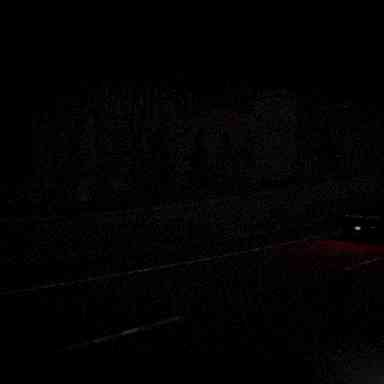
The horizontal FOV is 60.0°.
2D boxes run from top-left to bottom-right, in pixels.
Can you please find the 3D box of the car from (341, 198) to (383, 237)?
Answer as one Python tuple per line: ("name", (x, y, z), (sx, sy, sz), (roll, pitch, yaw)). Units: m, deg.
("car", (8.256, 1.005, 14.010), (4.902, 1.511, 2.128), (-5, 3, -35))
